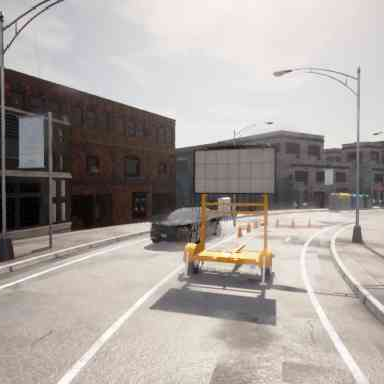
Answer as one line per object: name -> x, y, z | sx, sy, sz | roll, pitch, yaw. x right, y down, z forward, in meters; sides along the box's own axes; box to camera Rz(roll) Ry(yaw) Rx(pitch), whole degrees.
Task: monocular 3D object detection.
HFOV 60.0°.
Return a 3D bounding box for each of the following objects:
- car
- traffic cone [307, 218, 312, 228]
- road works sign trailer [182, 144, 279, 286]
car -> -0.132, 1.455, 15.455 | 1.882, 1.535, 5.008 | 0, 0, 23
traffic cone -> 7.479, 1.982, 21.165 | 0.340, 0.580, 0.340 | 1, 0, 22
road works sign trailer -> 1.251, 0.462, 9.687 | 2.380, 3.560, 2.880 | 0, 0, 20
